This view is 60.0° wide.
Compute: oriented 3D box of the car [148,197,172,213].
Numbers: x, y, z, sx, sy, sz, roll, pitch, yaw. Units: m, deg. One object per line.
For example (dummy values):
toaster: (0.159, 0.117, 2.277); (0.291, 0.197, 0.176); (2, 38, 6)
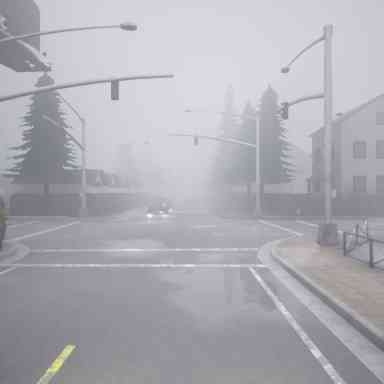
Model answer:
car: (-3.674, 1.352, 37.056); (2.097, 1.767, 4.553); (0, 0, 0)

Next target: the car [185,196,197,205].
car: (-0.121, 1.492, 59.259); (2.128, 1.511, 4.902); (0, 0, 0)
